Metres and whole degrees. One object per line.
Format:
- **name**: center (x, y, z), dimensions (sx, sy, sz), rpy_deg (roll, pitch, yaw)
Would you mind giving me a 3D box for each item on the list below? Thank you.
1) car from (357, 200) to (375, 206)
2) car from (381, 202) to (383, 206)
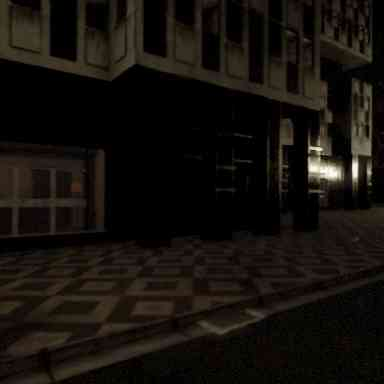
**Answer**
- **car**: center (30.495, 1.861, 59.649), dimensions (1.802, 1.307, 4.206), rpy_deg (0, 0, -35)
- **car**: center (33.754, 1.792, 55.036), dimensions (2.008, 1.369, 4.403), rpy_deg (0, 0, -35)
